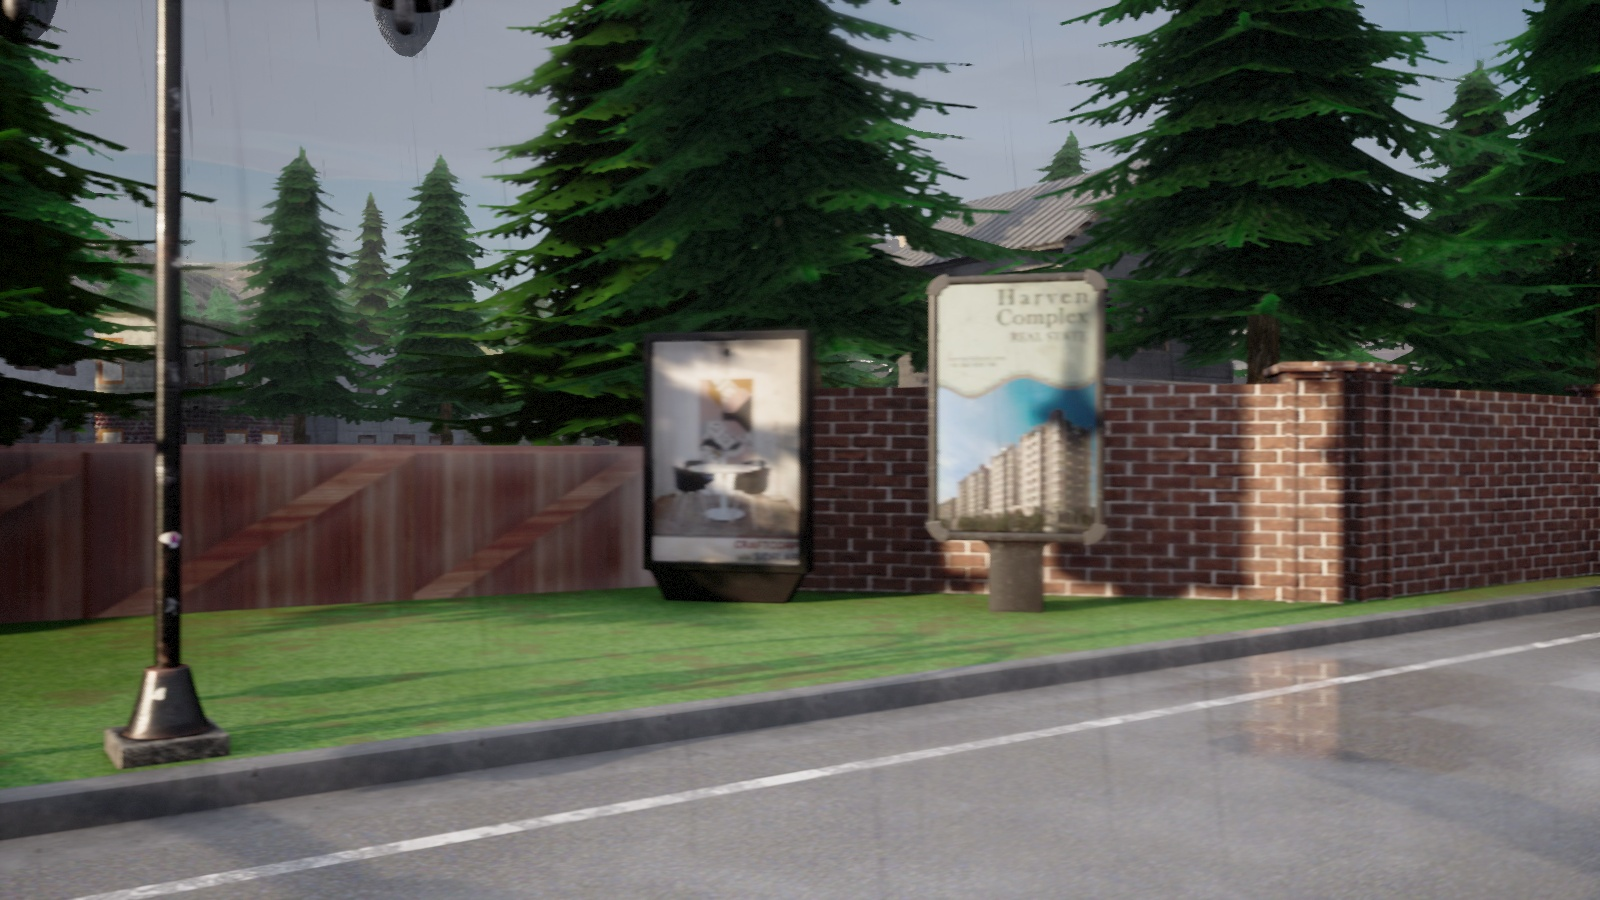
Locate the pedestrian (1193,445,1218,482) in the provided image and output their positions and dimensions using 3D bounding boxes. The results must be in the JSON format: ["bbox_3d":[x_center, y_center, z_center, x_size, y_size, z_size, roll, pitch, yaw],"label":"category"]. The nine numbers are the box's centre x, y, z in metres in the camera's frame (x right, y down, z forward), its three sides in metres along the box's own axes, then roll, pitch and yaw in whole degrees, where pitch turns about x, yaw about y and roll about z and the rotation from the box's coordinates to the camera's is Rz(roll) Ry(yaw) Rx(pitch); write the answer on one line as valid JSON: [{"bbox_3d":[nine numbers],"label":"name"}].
[{"bbox_3d":[20.861,0.696,64.553,0.874,1.855,0.900,0,0,-40],"label":"pedestrian"}]
